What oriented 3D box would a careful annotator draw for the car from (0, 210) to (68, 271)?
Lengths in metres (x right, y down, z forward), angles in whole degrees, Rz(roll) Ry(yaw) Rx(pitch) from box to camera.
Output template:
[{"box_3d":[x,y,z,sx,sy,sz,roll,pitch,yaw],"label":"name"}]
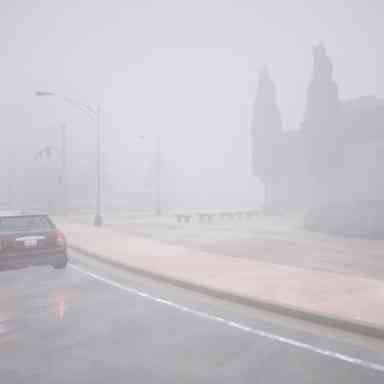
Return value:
[{"box_3d":[-5.584,1.352,10.316,2.097,1.767,4.553,0,0,-40],"label":"car"}]
